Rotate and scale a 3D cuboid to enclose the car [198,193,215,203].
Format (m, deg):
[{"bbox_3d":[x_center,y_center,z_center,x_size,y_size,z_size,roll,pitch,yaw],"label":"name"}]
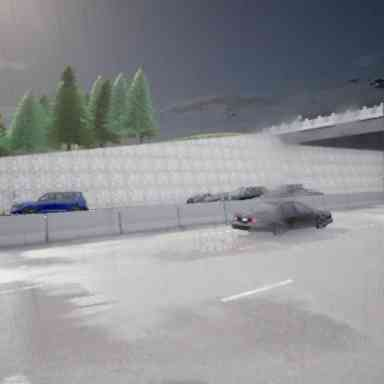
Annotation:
[{"bbox_3d":[3.461,0.723,36.368,4.892,1.490,1.837,-2,1,-35],"label":"car"}]

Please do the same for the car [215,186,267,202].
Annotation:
[{"bbox_3d":[5.456,0.489,33.491,5.566,2.045,2.150,-2,1,-35],"label":"car"}]

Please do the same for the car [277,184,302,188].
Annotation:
[{"bbox_3d":[12.081,0.028,42.520,5.566,2.045,2.150,-2,1,-35],"label":"car"}]

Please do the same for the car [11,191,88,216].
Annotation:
[{"bbox_3d":[-11.091,0.997,26.164,5.566,2.045,2.150,-2,1,-35],"label":"car"}]

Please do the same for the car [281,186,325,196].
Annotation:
[{"bbox_3d":[11.439,0.498,33.552,4.902,1.511,2.128,-2,1,-35],"label":"car"}]

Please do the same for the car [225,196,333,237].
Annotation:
[{"bbox_3d":[4.238,1.122,15.338,5.357,1.411,2.033,-2,1,-35],"label":"car"}]

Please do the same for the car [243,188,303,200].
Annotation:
[{"bbox_3d":[7.510,0.686,30.651,4.902,1.511,2.128,-3,2,-35],"label":"car"}]

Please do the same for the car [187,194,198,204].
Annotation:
[{"bbox_3d":[1.437,0.758,39.223,4.181,1.385,1.994,-2,1,-35],"label":"car"}]

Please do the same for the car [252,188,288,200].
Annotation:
[{"bbox_3d":[10.798,0.250,45.890,5.008,1.535,1.882,-2,1,-35],"label":"car"}]
